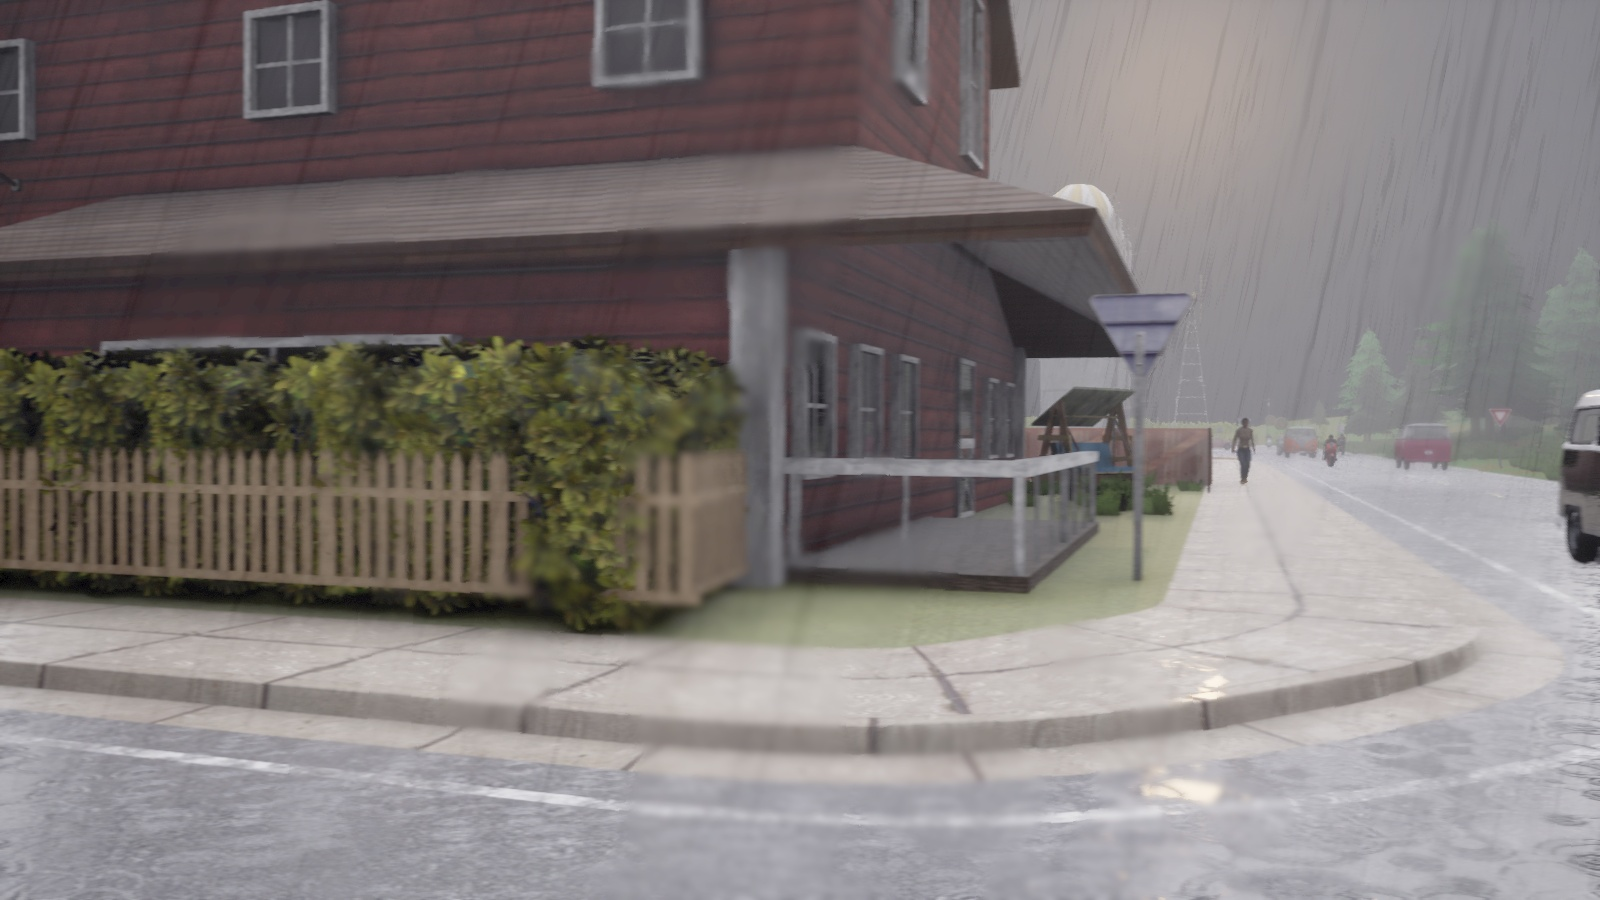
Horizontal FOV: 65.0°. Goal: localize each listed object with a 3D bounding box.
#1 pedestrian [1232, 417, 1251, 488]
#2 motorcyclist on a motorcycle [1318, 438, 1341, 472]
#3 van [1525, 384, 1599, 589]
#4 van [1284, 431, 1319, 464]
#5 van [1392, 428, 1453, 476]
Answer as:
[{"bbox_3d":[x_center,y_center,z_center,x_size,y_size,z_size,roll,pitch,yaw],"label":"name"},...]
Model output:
[{"bbox_3d":[11.503,0.063,32.755,0.328,1.805,0.869,1,1,12],"label":"pedestrian"},{"bbox_3d":[24.321,0.225,57.726,0.797,1.523,2.044,1,1,19],"label":"motorcyclist on a motorcycle"},{"bbox_3d":[9.246,0.366,13.070,2.069,2.038,4.480,1,1,19],"label":"van"},{"bbox_3d":[31.572,-0.200,79.192,1.775,1.987,4.442,1,1,19],"label":"van"},{"bbox_3d":[26.880,0.069,54.356,1.775,1.987,4.442,1,0,19],"label":"van"}]
